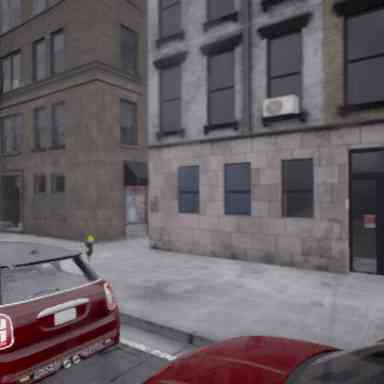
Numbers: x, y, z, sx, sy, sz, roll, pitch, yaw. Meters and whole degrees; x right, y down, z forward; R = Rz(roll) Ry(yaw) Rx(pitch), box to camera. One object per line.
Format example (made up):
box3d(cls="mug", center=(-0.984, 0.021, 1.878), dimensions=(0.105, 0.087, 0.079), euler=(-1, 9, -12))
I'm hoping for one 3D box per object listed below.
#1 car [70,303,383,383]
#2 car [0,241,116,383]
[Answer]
box3d(cls="car", center=(1.586, 1.542, 1.678), dimensions=(4.507, 1.381, 1.887), euler=(0, 0, 35))
box3d(cls="car", center=(-3.042, 1.471, 4.975), dimensions=(4.097, 1.590, 1.967), euler=(0, 0, 35))
